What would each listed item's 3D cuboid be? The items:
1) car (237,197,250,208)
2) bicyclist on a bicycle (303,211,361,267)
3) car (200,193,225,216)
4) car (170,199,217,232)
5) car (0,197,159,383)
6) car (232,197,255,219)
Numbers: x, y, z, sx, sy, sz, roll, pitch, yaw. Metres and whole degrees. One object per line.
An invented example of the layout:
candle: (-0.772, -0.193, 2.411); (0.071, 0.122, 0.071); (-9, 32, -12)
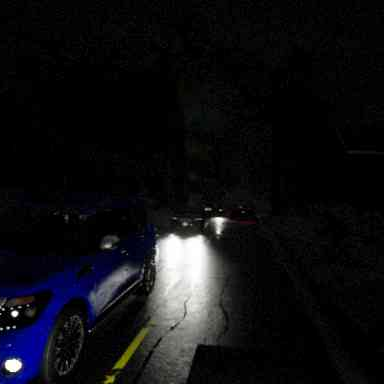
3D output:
car: (7.824, 1.569, 50.498); (1.882, 1.535, 5.008); (2, 0, 9)
bicyclist on a bicycle: (4.152, 1.399, 9.857); (1.656, 1.620, 0.582); (3, 0, 9)
car: (2.100, 1.159, 32.752); (2.150, 2.045, 5.566); (2, 1, 10)
car: (0.022, 1.413, 19.642); (2.128, 1.511, 4.902); (2, 0, 9)
car: (-2.144, 1.133, 5.703); (2.150, 2.045, 5.566); (2, 0, 9)
car: (4.558, 1.508, 29.582); (1.882, 1.535, 5.008); (2, 0, 9)
